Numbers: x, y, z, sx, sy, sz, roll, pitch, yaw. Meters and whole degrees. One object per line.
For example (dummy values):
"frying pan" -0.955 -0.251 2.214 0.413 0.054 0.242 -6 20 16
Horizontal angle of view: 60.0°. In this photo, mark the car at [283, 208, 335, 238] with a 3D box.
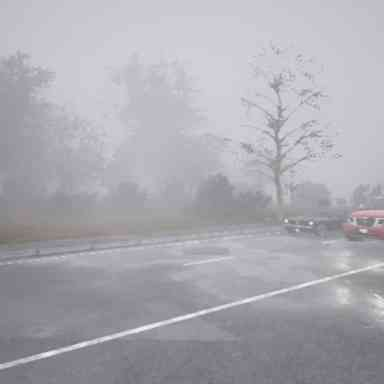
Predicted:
"car" 6.951 1.541 17.514 4.718 1.301 1.895 0 0 -35

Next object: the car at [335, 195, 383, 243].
"car" 9.015 1.161 14.689 5.566 2.045 2.150 0 0 -35
